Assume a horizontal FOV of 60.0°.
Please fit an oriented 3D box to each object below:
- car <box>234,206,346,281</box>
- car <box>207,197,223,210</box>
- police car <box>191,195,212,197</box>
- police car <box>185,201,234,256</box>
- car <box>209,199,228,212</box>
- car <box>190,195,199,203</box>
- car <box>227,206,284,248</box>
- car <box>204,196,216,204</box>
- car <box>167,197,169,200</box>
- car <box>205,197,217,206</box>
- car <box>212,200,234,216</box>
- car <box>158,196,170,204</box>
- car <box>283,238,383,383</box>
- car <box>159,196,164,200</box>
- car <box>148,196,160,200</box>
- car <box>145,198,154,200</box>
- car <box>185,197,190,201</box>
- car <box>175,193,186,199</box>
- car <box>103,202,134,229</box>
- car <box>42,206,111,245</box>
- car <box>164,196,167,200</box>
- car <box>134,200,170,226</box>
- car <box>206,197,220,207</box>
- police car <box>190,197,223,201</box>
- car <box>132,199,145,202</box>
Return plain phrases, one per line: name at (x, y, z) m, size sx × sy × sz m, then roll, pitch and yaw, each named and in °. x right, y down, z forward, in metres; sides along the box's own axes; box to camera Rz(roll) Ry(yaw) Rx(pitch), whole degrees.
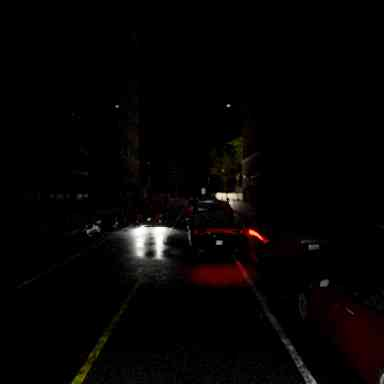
car at (2.708, 1.292, 9.718) m, size 2.192 × 1.841 × 5.009 m, roll 0°, pitch 0°, yaw 0°
car at (2.964, 1.432, 42.997) m, size 1.752 × 1.417 × 4.829 m, roll 0°, pitch 0°, yaw 0°
police car at (1.045, 1.358, 29.209) m, size 1.930 × 1.638 × 5.238 m, roll 0°, pitch 0°, yaw 0°
police car at (0.774, 1.395, 13.175) m, size 1.930 × 1.638 × 5.238 m, roll 0°, pitch 0°, yaw -2°
car at (2.920, 1.498, 37.309) m, size 1.802 × 1.307 × 4.206 m, roll 0°, pitch 0°, yaw 0°
car at (0.493, 1.401, 64.475) m, size 1.812 × 1.442 × 4.674 m, roll 0°, pitch 0°, yaw 0°
car at (2.747, 1.490, 15.405) m, size 1.752 × 1.417 × 4.829 m, roll 0°, pitch 0°, yaw 0°
car at (3.091, 1.448, 59.382) m, size 1.947 × 1.339 × 4.313 m, roll 0°, pitch 0°, yaw 0°
car at (-4.977, 1.331, 53.923) m, size 1.967 × 1.590 × 4.097 m, roll 0°, pitch 0°, yaw 0°
car at (3.048, 1.472, 53.863) m, size 1.802 × 1.307 × 4.206 m, roll 0°, pitch 0°, yaw 0°
car at (2.878, 1.509, 31.791) m, size 1.802 × 1.307 × 4.206 m, roll 0°, pitch 0°, yaw 0°
car at (-4.934, 1.465, 59.442) m, size 1.802 × 1.307 × 4.206 m, roll 0°, pitch 0°, yaw 0°
car at (2.665, 1.572, 4.201) m, size 1.802 × 1.307 × 4.206 m, roll 0°, pitch 0°, yaw 0°
car at (-5.062, 1.348, 42.886) m, size 1.967 × 1.590 × 4.097 m, roll 0°, pitch 0°, yaw 0°
car at (-5.104, 1.468, 37.367) m, size 2.008 × 1.369 × 4.403 m, roll 0°, pitch 0°, yaw 0°
car at (-5.147, 1.494, 31.849) m, size 1.947 × 1.339 × 4.313 m, roll 0°, pitch 0°, yaw 0°
car at (0.380, 1.497, 49.877) m, size 1.895 × 1.301 × 4.718 m, roll 0°, pitch 0°, yaw 0°
car at (-2.265, 0.846, 63.527) m, size 2.097 × 1.767 × 4.553 m, roll 0°, pitch 0°, yaw 0°
car at (-5.232, 1.504, 20.812) m, size 2.008 × 1.369 × 4.403 m, roll 0°, pitch 0°, yaw 0°
car at (-5.275, 1.547, 15.293) m, size 1.802 × 1.307 × 4.206 m, roll 0°, pitch 0°, yaw 0°
car at (-5.021, 1.425, 48.234) m, size 1.752 × 1.417 × 4.829 m, roll 0°, pitch 0°, yaw 0°
car at (-2.680, 1.512, 22.756) m, size 1.994 × 1.385 × 4.181 m, roll 0°, pitch 0°, yaw 0°
car at (3.005, 1.443, 48.345) m, size 1.887 × 1.381 × 4.507 m, roll 0°, pitch 0°, yaw 0°
police car at (0.999, 1.372, 23.209) m, size 1.930 × 1.638 × 5.238 m, roll 0°, pitch 0°, yaw 0°
car at (-5.189, 1.485, 26.331) m, size 1.887 × 1.381 × 4.507 m, roll 0°, pitch 0°, yaw 0°
